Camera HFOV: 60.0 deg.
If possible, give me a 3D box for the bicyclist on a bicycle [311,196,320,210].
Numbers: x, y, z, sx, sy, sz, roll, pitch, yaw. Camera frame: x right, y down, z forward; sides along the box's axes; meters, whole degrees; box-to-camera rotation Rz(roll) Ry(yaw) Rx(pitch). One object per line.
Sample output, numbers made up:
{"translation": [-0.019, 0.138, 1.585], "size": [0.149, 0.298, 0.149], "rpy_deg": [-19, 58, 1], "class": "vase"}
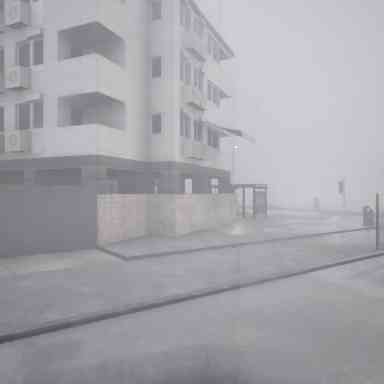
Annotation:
{"translation": [14.709, 1.349, 39.571], "size": [1.656, 1.620, 0.582], "rpy_deg": [0, 0, -35], "class": "bicyclist on a bicycle"}
